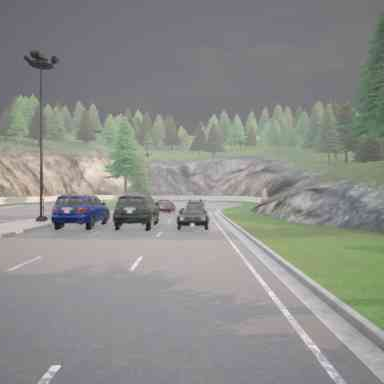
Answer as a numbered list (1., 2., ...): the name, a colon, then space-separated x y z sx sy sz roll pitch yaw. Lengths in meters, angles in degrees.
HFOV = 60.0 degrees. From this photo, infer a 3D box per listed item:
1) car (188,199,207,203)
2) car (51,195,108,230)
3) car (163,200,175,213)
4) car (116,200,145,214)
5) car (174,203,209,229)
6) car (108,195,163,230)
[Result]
1. car: 0.547 1.490 37.249 2.128 1.511 4.902 0 0 6
2. car: -6.940 1.217 21.221 2.150 2.045 5.566 0 -1 1
3. car: -2.999 1.562 36.885 1.994 1.385 4.181 0 0 5
4. car: -6.588 1.601 36.173 1.895 1.301 4.718 0 0 5
5. car: 0.063 1.601 21.525 1.895 1.301 4.718 0 0 0
6. car: -3.442 1.219 21.317 2.150 2.045 5.566 0 0 1
